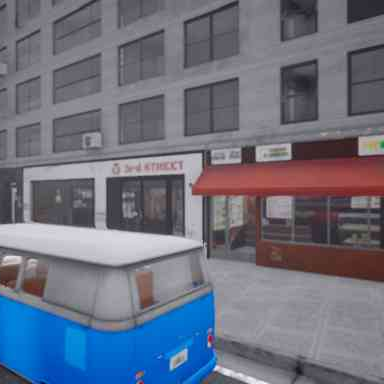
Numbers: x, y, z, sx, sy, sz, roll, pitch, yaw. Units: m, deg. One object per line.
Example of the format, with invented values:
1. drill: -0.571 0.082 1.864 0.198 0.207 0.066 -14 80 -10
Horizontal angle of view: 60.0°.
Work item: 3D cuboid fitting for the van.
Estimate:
1. van: -1.634 1.363 4.238 3.998 1.788 1.690 0 0 35
